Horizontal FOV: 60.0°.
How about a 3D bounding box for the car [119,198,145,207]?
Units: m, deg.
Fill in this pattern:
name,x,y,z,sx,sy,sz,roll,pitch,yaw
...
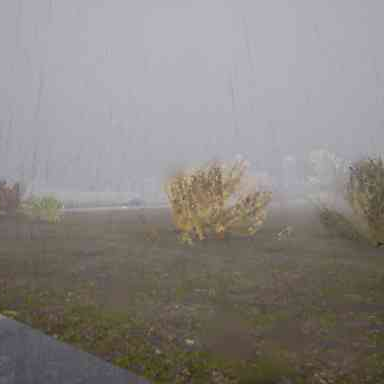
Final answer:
name,x,y,z,sx,sy,sz,roll,pitch,yaw
car,-10.180,1.786,56.487,1.837,1.490,4.892,-1,-1,36
